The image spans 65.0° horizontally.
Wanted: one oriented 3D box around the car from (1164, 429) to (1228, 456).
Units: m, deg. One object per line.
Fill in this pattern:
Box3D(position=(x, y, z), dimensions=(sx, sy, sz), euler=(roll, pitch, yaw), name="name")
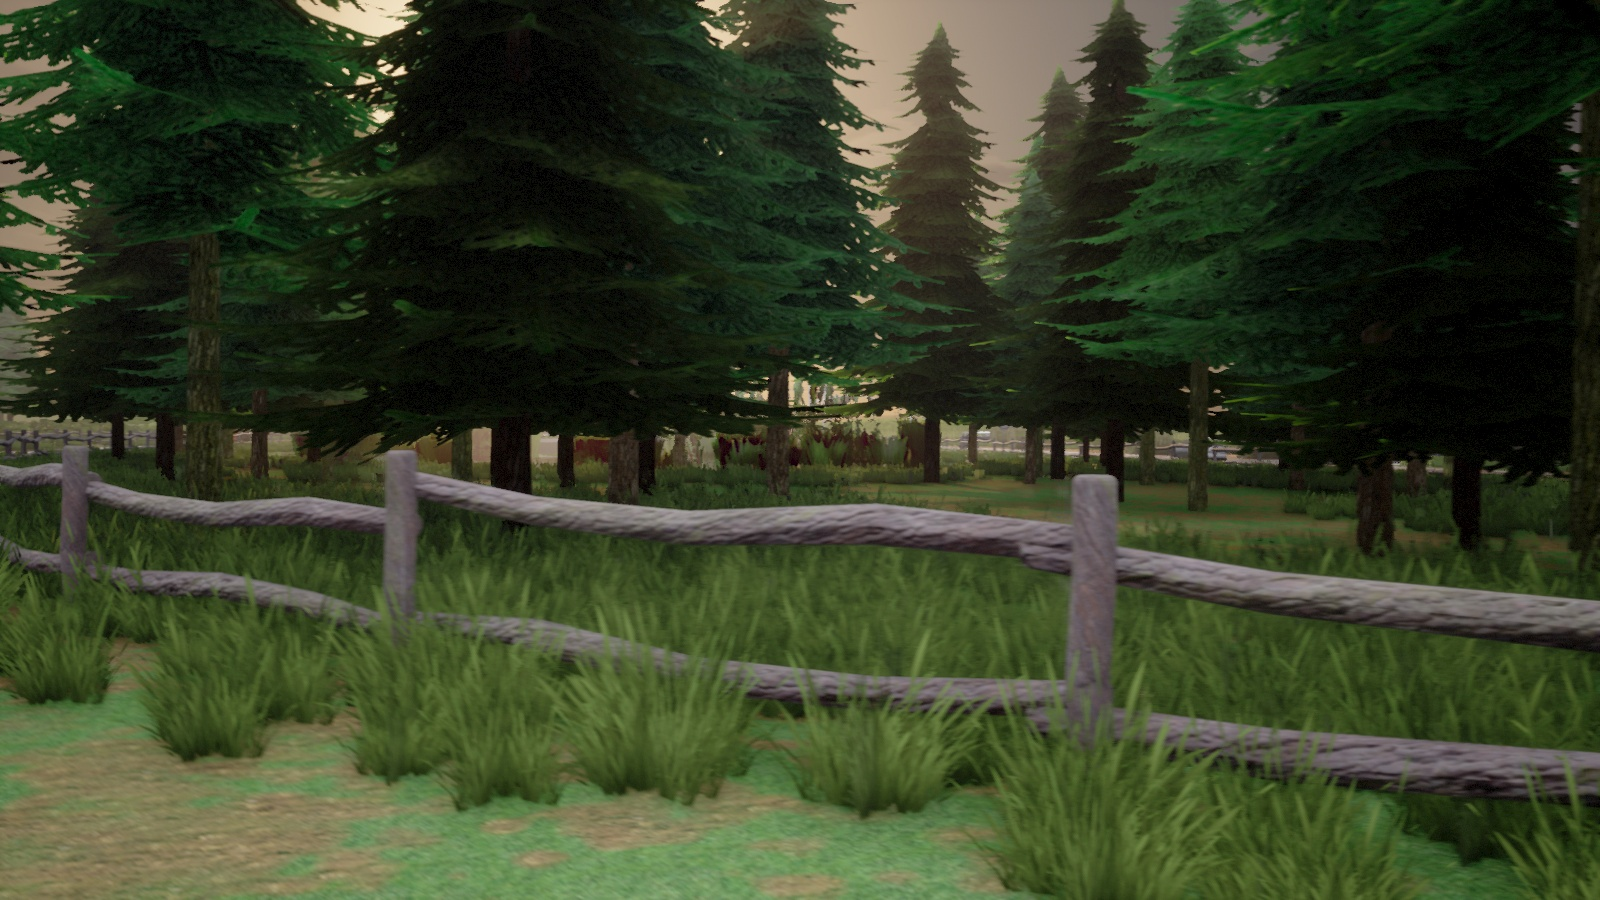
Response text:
Box3D(position=(22.307, -0.427, 70.824), dimensions=(1.970, 1.475, 3.806), euler=(0, 1, -8), name="car")
